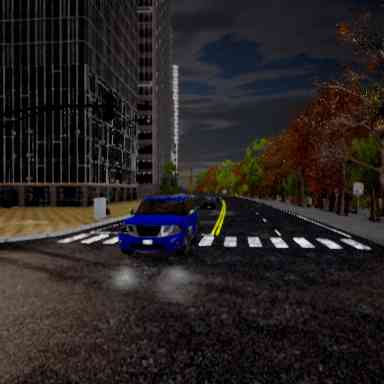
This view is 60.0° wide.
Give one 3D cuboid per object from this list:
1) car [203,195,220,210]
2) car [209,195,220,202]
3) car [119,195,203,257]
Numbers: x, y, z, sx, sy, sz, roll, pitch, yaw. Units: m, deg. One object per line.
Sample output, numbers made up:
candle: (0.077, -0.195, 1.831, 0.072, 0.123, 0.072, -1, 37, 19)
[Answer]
car: (2.069, 1.365, 38.788, 1.895, 1.301, 4.718, 0, 0, 6)
car: (4.138, 1.172, 60.689, 1.895, 1.301, 4.718, 0, 0, 4)
car: (-1.014, 1.168, 12.975, 2.150, 2.045, 5.566, 0, 0, 8)
